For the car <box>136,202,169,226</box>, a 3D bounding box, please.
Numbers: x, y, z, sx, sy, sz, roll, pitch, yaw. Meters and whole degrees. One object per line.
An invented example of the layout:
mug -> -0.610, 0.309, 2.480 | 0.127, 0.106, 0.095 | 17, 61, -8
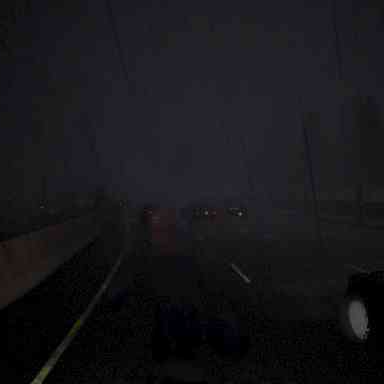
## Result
car -> -2.771, 1.458, 23.168 | 1.837, 1.490, 4.892 | 0, 0, -13

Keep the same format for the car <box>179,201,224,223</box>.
car -> 0.394, 1.494, 25.248 | 2.033, 1.411, 5.357 | 0, 0, -14

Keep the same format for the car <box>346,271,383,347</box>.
car -> 3.433, 1.467, 3.311 | 1.882, 1.535, 5.008 | 0, 0, -2

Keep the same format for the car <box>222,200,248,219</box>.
car -> 3.139, 1.442, 28.268 | 1.837, 1.490, 4.892 | 0, 0, -15

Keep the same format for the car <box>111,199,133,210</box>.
car -> -8.667, 1.522, 40.963 | 1.895, 1.301, 4.718 | 0, 0, -24
